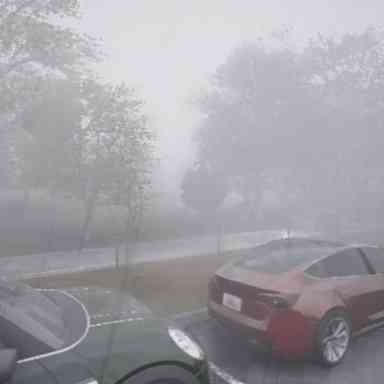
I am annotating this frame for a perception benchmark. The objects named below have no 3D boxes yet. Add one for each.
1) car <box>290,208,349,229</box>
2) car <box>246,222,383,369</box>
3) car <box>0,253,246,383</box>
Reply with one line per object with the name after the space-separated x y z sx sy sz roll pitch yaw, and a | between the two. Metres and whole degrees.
7.933 1.701 20.775 4.181 1.385 1.994 0 0 -34 | car
2.508 1.539 5.860 4.792 1.488 2.163 -1 -1 -33 | car
-2.048 1.361 2.596 4.553 1.767 2.185 -1 0 -33 | car
